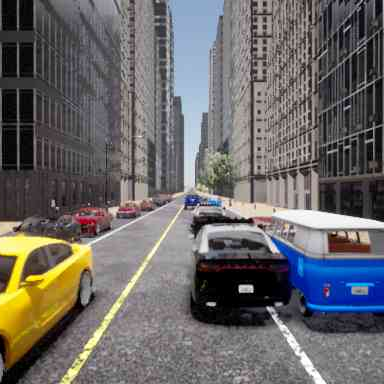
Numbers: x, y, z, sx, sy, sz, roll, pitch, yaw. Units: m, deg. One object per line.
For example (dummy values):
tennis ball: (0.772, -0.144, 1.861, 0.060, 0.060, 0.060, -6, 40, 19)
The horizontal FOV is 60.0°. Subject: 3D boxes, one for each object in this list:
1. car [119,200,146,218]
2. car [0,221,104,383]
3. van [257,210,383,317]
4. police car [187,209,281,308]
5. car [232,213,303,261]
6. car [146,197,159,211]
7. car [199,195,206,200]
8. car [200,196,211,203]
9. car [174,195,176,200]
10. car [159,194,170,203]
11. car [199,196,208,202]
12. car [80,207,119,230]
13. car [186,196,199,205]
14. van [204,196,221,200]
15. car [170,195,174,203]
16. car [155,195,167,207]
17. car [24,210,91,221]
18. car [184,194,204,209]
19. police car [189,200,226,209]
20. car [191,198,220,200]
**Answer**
car: (-5.635, 1.613, 29.998, 1.802, 1.307, 4.206, 0, 0, 0)
car: (-2.991, 1.483, 5.009, 1.882, 1.535, 5.008, 0, 0, 0)
van: (2.700, 1.349, 7.194, 1.690, 1.788, 3.998, 0, 0, 0)
police car: (0.916, 1.435, 8.192, 1.930, 1.638, 5.238, 0, 0, 0)
car: (2.712, 1.596, 12.890, 1.802, 1.307, 4.206, 0, 0, 0)
car: (-5.613, 1.620, 41.392, 1.802, 1.307, 4.206, 0, 0, 0)
car: (2.867, 1.589, 92.649, 2.008, 1.369, 4.403, 0, 0, 0)
car: (2.823, 1.595, 69.860, 2.008, 1.369, 4.403, 0, 0, 0)
car: (-5.535, 1.625, 81.272, 1.802, 1.307, 4.206, 0, 0, 0)
car: (-5.580, 1.359, 58.483, 2.192, 1.841, 5.009, 0, 0, 0)
car: (2.845, 1.594, 81.255, 2.008, 1.369, 4.403, 0, 0, 0)
car: (-5.657, 1.565, 18.604, 1.887, 1.381, 4.507, 0, 0, 0)
car: (0.115, 1.535, 59.127, 2.128, 1.511, 4.902, 0, 0, 0)
van: (2.767, 1.379, 41.376, 1.690, 1.788, 3.998, 0, 0, 0)
car: (-5.558, 1.360, 69.877, 2.192, 1.841, 5.009, 0, 0, 0)
car: (-5.590, 1.608, 52.786, 1.947, 1.339, 4.313, 0, 0, 0)
car: (-5.668, 1.580, 12.907, 1.947, 1.339, 4.313, 0, 0, 0)
car: (0.092, 1.261, 44.853, 2.150, 2.045, 5.566, 0, 0, 0)
police car: (0.936, 1.445, 18.192, 1.930, 1.638, 5.238, 0, 0, 0)
car: (0.947, 1.481, 24.272, 1.801, 1.575, 5.366, 0, 0, 0)
